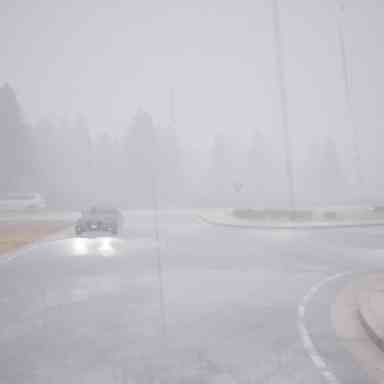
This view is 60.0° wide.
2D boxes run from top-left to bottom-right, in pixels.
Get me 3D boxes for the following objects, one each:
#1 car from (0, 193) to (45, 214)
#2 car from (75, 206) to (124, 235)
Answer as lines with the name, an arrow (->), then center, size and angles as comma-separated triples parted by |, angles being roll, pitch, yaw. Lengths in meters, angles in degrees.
car -> -17.134, 1.125, 31.978 | 5.566, 2.045, 2.150 | 0, 0, -25
car -> -4.803, 1.428, 17.696 | 1.994, 1.385, 4.181 | 0, 0, -5
